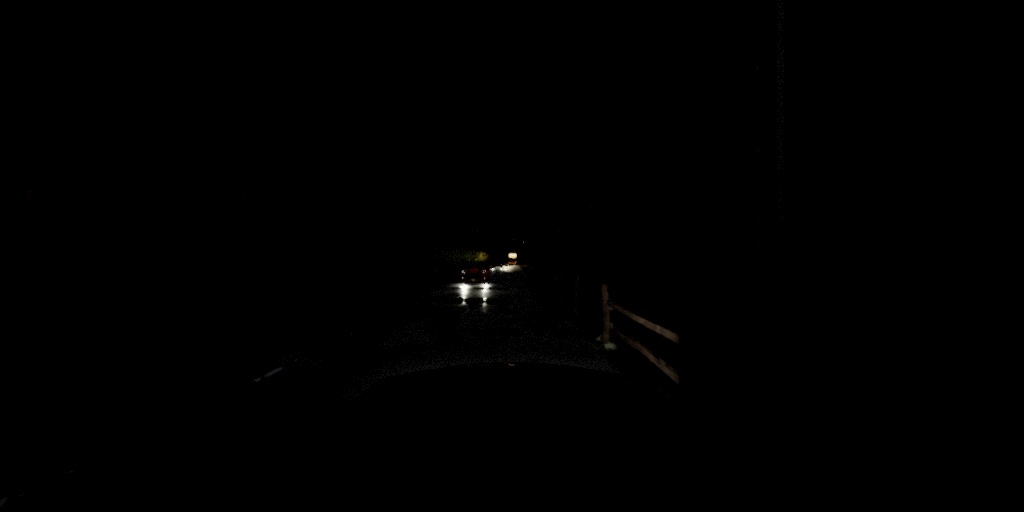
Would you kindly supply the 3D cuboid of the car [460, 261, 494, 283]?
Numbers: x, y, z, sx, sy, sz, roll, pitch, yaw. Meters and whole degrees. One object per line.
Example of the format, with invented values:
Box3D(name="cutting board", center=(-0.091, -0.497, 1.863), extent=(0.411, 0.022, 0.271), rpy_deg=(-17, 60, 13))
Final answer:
Box3D(name="car", center=(-2.853, 1.212, 28.871), extent=(2.097, 1.767, 4.553), rpy_deg=(0, 0, 0))
